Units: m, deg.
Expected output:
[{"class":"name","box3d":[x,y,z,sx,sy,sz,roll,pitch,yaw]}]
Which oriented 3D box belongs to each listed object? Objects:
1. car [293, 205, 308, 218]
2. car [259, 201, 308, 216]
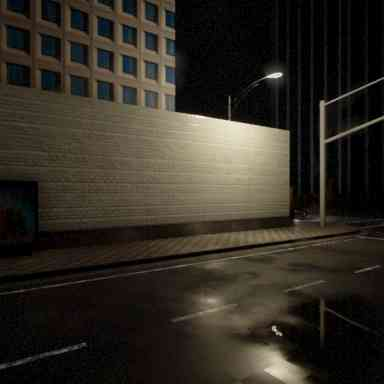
[{"class":"car","box3d":[8.116,1.581,29.970,1.812,1.442,4.674,0,0,-36]},{"class":"car","box3d":[9.317,1.656,34.295,1.895,1.301,4.718,0,0,-36]}]
